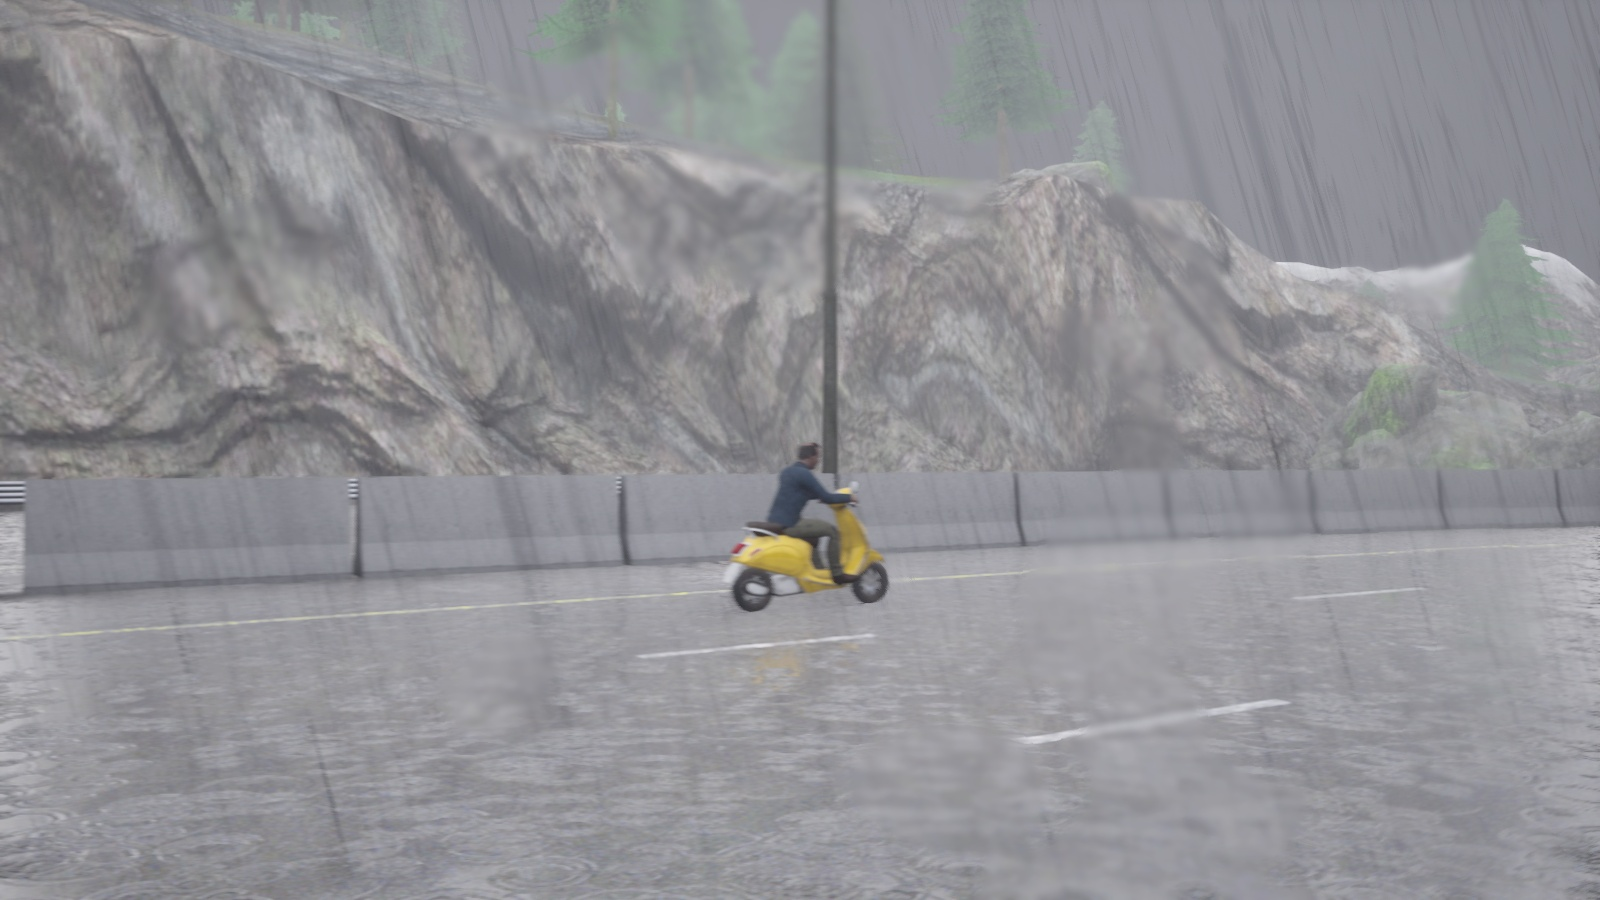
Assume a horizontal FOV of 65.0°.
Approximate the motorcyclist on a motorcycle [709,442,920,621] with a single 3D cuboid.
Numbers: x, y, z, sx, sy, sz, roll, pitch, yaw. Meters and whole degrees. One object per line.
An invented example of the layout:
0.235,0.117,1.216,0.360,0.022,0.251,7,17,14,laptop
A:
0.150,0.723,11.998,1.817,1.590,0.866,0,1,-31,motorcyclist on a motorcycle
